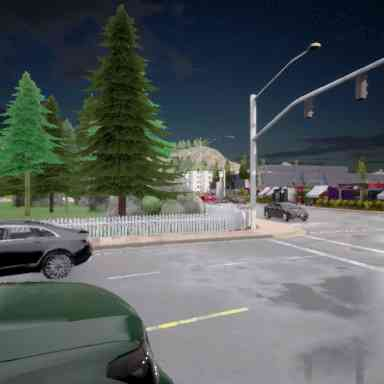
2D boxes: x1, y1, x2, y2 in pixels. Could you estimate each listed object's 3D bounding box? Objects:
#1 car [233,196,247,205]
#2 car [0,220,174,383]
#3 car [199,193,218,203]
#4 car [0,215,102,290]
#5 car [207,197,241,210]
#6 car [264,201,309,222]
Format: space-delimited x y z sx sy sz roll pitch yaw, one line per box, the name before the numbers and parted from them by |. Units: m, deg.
car | 8.616 1.547 62.284 2.128 1.511 4.902 0 0 -16
car | -2.779 1.221 1.653 5.566 2.045 2.150 0 0 -36
car | 2.844 1.277 69.594 2.150 2.045 5.566 0 0 -17
car | -5.039 1.491 8.434 4.902 1.511 2.128 0 0 -32
car | 3.828 1.656 40.582 1.895 1.301 4.718 0 0 -16
car | 7.671 1.560 27.461 1.837 1.490 4.892 0 0 -16
